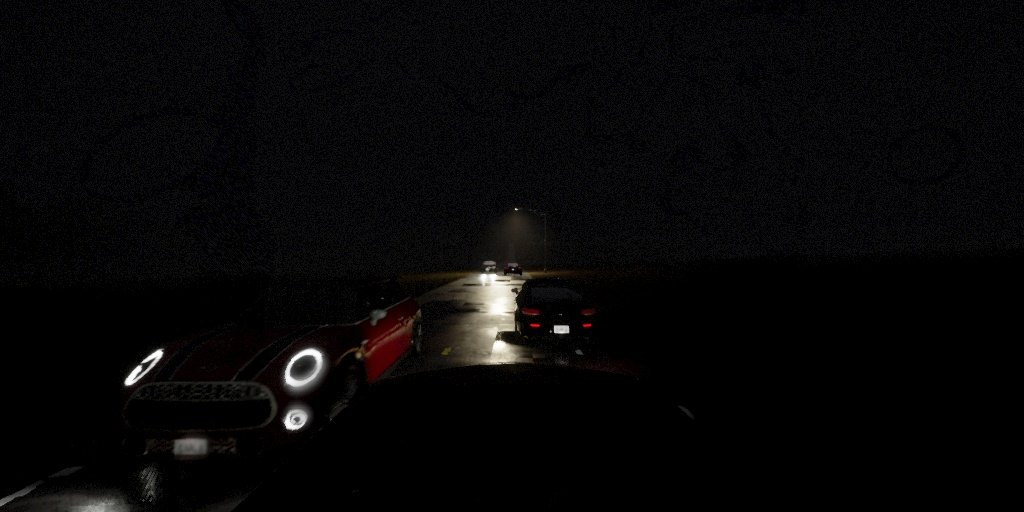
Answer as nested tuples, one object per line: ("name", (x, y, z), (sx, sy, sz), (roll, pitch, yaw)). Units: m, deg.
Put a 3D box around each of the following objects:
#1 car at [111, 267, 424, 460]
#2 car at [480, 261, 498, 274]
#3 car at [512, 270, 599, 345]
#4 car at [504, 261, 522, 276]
("car", (-2.844, 1.100, 5.423), (2.097, 1.767, 4.553), (0, 0, 0))
("car", (-2.700, 1.319, 42.547), (2.128, 1.511, 4.902), (0, 0, 0))
("car", (0.973, 1.272, 9.327), (1.812, 1.442, 4.674), (0, 0, 0))
("car", (0.121, 1.374, 38.934), (1.994, 1.385, 4.181), (0, 0, 1))
